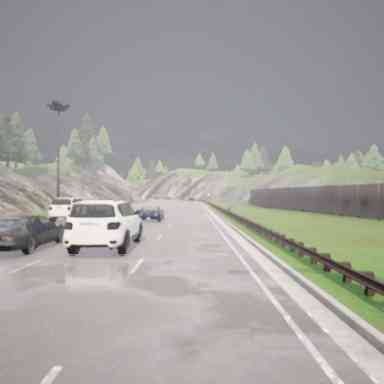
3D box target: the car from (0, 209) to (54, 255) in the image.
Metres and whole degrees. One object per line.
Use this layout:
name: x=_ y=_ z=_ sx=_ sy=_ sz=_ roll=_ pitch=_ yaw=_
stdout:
car: x=-7.001 y=1.680 z=13.985 sx=2.033 sy=1.411 sz=5.357 roll=0 pitch=-1 yaw=0

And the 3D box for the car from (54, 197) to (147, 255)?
car: x=-3.501 y=1.349 z=14.012 sx=2.150 sy=2.045 sz=5.566 roll=0 pitch=0 yaw=0

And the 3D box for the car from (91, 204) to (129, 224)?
car: x=-7.003 y=1.820 z=28.984 sx=2.033 sy=1.411 sz=5.357 roll=0 pitch=-1 yaw=0

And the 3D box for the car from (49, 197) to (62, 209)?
car: x=-10.503 y=1.489 z=29.014 sx=2.150 sy=2.045 sz=5.566 roll=0 pitch=0 yaw=0

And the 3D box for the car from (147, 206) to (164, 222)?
car: x=-3.503 y=1.874 z=29.101 sx=1.895 sy=1.301 sz=4.718 roll=0 pitch=0 yaw=0
